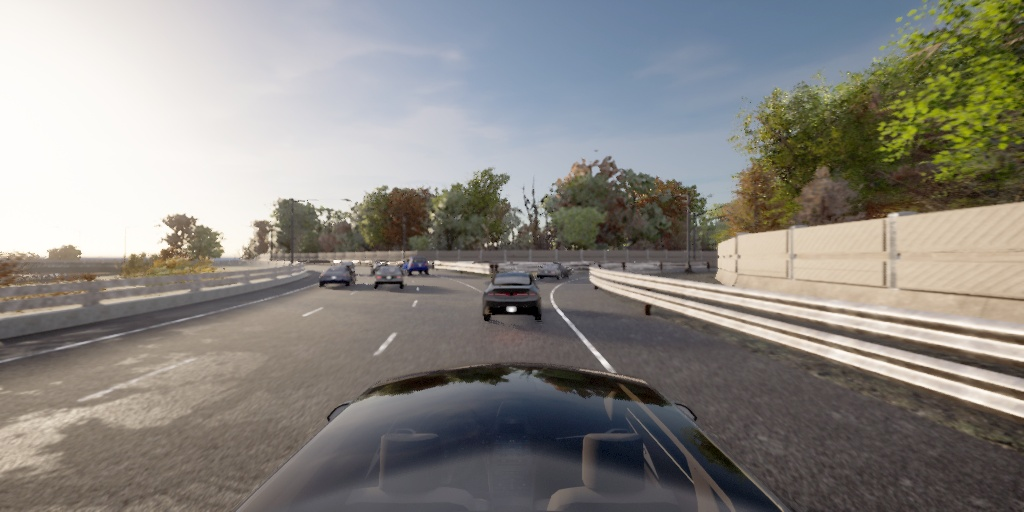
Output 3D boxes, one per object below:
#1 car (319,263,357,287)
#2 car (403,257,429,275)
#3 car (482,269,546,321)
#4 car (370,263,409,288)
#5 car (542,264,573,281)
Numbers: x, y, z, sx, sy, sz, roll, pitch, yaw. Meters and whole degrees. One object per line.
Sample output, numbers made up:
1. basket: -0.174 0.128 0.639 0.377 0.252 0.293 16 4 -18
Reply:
1. car: -12.451 1.409 25.828 1.994 1.385 4.181 0 0 -17
2. car: -11.173 1.126 41.423 2.150 2.045 5.566 0 0 -26
3. car: 0.061 1.295 12.656 1.837 1.490 4.892 0 -1 2
4. car: -8.353 1.387 24.601 2.033 1.411 5.357 0 0 -17
5. car: 3.924 1.413 32.277 2.033 1.411 5.357 0 0 25
